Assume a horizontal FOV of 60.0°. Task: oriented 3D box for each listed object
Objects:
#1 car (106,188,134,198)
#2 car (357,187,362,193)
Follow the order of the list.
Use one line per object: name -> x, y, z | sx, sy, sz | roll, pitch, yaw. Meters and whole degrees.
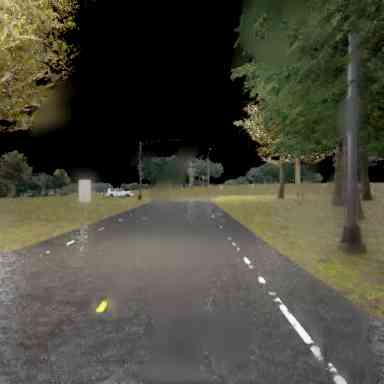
car -> -15.008, 0.262, 69.331 | 5.566, 2.045, 2.150 | -1, -1, 0
car -> 37.336, -0.430, 77.033 | 5.008, 1.535, 1.882 | -2, -1, -1
